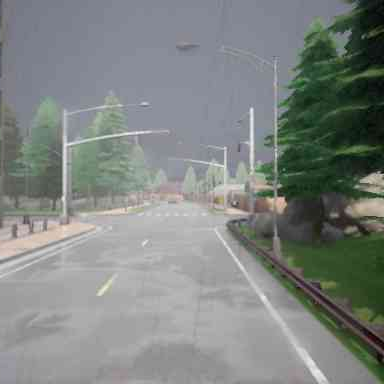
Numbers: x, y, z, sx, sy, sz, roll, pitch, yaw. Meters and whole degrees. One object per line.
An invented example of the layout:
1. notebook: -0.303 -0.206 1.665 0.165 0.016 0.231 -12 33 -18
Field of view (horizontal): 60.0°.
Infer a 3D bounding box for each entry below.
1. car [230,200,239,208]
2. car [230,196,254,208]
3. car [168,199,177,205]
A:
1. car: 8.812 1.655 53.635 4.605 1.855 1.932 0 -1 -1
2. car: 8.395 1.681 56.145 3.866 1.878 1.905 0 -1 -1
3. car: -4.346 2.247 76.100 1.994 1.385 4.181 0 -1 -1
